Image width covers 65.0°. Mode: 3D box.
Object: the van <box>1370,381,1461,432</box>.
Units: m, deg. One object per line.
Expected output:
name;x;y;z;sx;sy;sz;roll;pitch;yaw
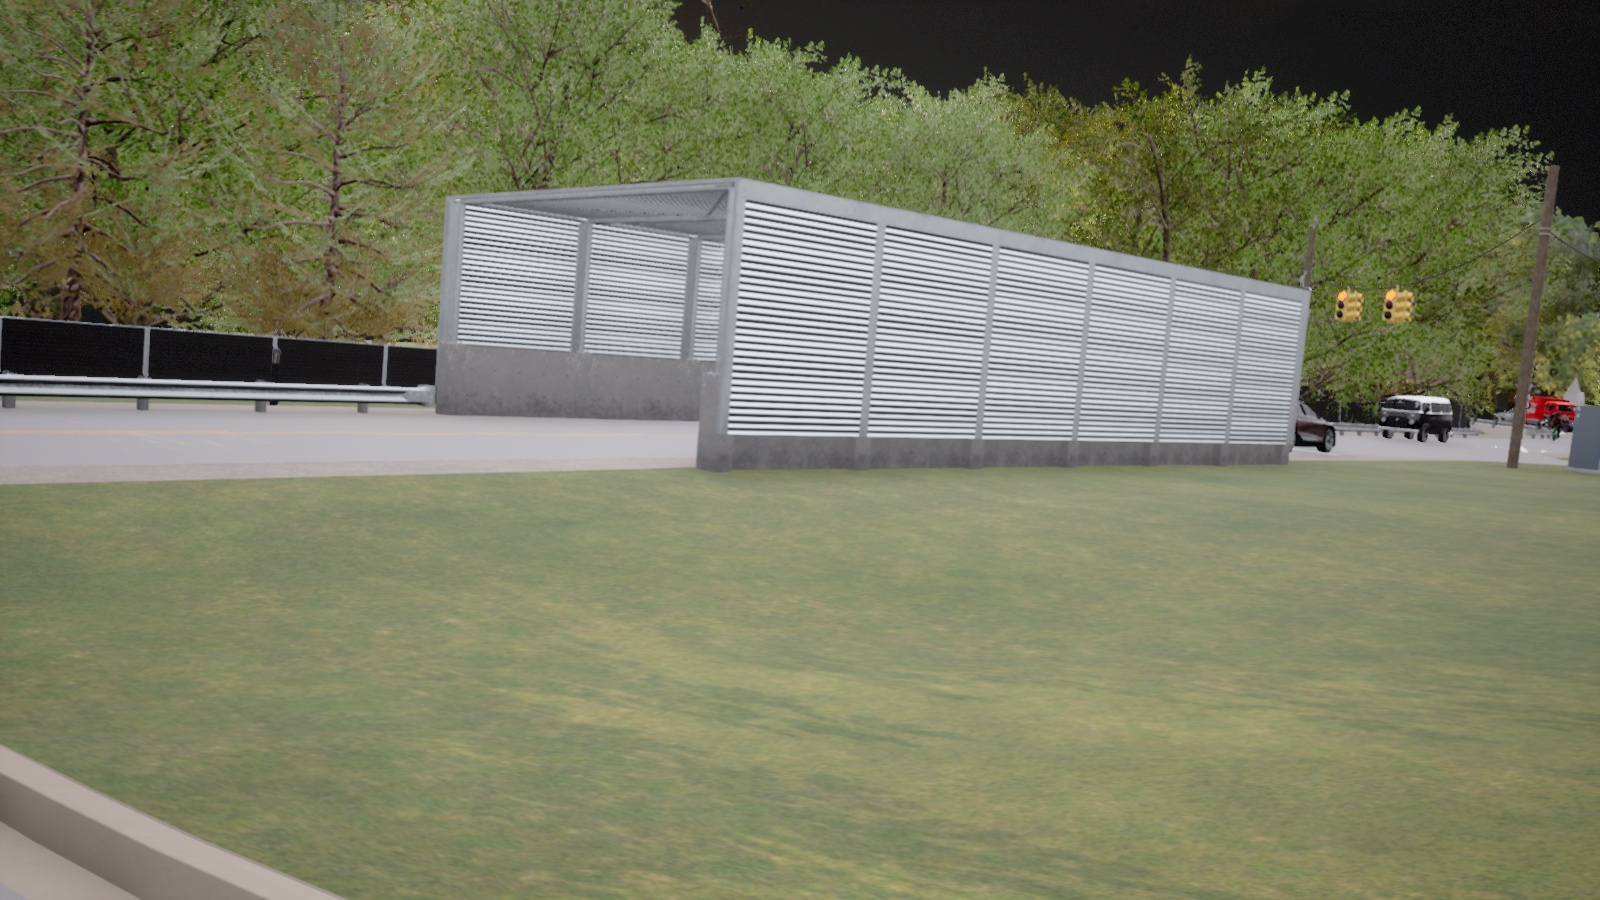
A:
van;27.731;-1.944;56.501;4.480;2.038;2.069;-1;7;-43

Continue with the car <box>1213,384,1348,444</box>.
car;15.271;-1.121;39.780;4.856;1.649;2.033;-1;7;-45
